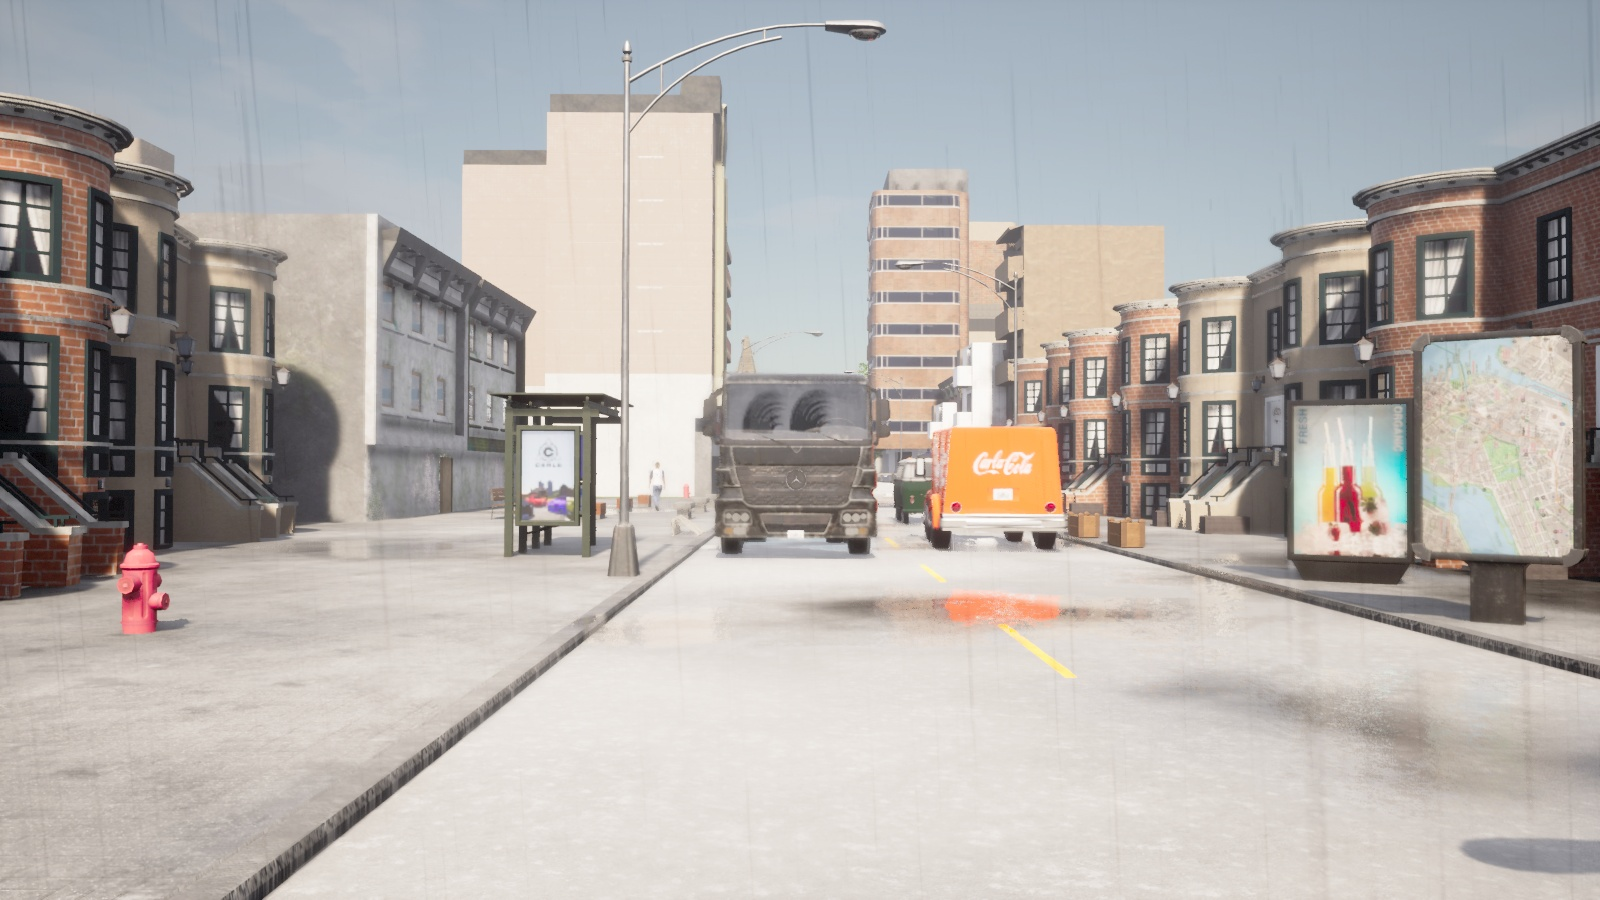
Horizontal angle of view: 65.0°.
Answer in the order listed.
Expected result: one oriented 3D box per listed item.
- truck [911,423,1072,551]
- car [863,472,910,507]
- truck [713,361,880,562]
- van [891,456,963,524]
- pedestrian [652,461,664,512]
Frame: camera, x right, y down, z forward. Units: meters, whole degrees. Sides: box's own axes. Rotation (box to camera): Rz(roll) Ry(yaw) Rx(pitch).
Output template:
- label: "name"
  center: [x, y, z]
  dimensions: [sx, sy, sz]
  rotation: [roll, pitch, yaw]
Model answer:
- label: "truck"
  center: [3.929, 0.762, 26.881]
  dimensions: [2.627, 2.467, 5.204]
  rotation: [0, -1, 0]
- label: "car"
  center: [3.840, 1.754, 56.186]
  dimensions: [1.845, 1.501, 3.633]
  rotation: [0, -1, 0]
- label: "truck"
  center: [-0.070, 0.264, 25.716]
  dimensions: [2.891, 3.462, 7.936]
  rotation: [0, -1, 0]
- label: "van"
  center: [3.899, 1.206, 39.075]
  dimensions: [1.775, 1.987, 4.442]
  rotation: [0, -1, 0]
- label: "pedestrian"
  center: [-5.138, 1.303, 45.294]
  dimensions: [0.354, 1.836, 0.706]
  rotation: [0, -1, -13]
